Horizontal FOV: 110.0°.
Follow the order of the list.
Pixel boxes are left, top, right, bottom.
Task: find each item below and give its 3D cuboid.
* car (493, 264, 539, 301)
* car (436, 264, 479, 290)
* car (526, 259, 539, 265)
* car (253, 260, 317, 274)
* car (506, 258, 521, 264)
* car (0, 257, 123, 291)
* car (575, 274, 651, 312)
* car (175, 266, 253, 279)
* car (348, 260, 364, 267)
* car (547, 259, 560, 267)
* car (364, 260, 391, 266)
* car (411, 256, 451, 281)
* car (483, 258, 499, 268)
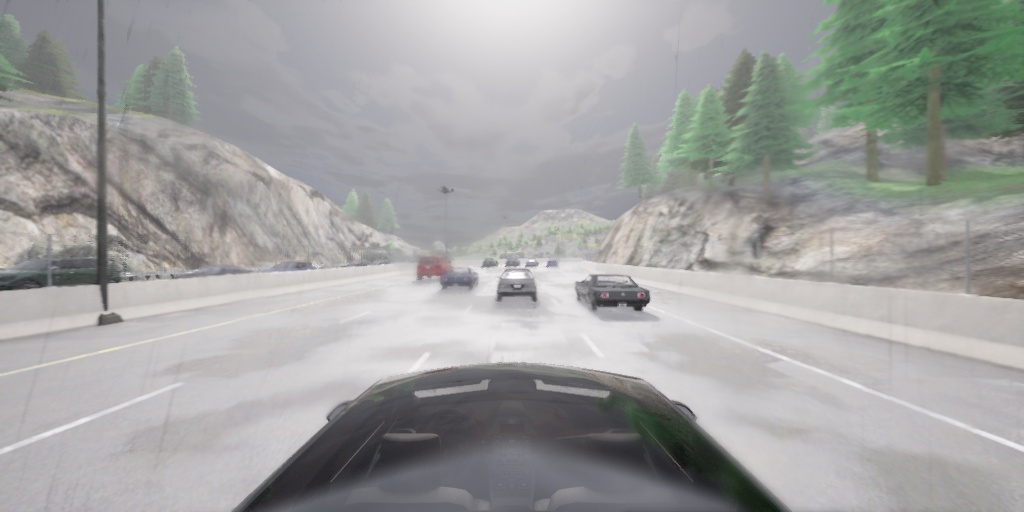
[{"bbox_3d":[0.251,1.298,17.302,2.033,1.411,5.357,0,0,1],"label":"car"},{"bbox_3d":[-3.182,1.367,22.671,1.895,1.301,4.718,0,0,1],"label":"car"},{"bbox_3d":[3.653,1.288,63.775,2.033,1.411,5.357,0,0,12],"label":"car"},{"bbox_3d":[-17.282,1.182,27.984,2.097,1.767,4.553,0,0,1],"label":"car"},{"bbox_3d":[0.275,1.107,63.762,2.097,1.767,4.553,0,0,11],"label":"car"},{"bbox_3d":[-24.426,1.084,19.100,2.150,2.045,5.566,0,0,1],"label":"car"},{"bbox_3d":[3.710,1.335,14.156,1.895,1.301,4.718,0,0,1],"label":"car"},{"bbox_3d":[-20.839,1.394,25.546,2.033,1.411,5.357,0,0,1],"label":"car"},{"bbox_3d":[-25.491,1.368,60.050,2.128,1.511,4.902,0,0,8],"label":"car"},{"bbox_3d":[7.373,1.201,63.640,1.882,1.535,5.008,-1,0,11],"label":"car"},{"bbox_3d":[-21.983,1.349,59.902,2.128,1.511,4.902,0,0,8],"label":"car"},{"bbox_3d":[-6.576,1.006,30.874,2.150,2.045,5.566,0,0,1],"label":"car"},{"bbox_3d":[-3.647,1.125,62.574,2.097,1.767,4.553,0,0,10],"label":"car"}]
